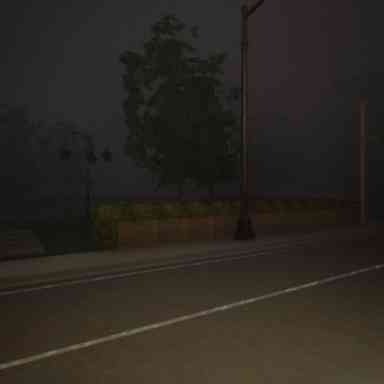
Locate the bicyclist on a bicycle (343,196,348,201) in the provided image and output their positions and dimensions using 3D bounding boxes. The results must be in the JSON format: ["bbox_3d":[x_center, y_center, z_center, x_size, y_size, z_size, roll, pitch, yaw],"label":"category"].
[{"bbox_3d":[20.967,1.312,45.603,1.656,1.620,0.582,0,0,-35],"label":"bicyclist on a bicycle"}]

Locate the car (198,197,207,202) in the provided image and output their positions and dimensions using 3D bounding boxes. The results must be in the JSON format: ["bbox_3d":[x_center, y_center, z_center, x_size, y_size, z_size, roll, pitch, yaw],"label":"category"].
[{"bbox_3d":[2.920,1.499,52.421,2.128,1.511,4.902,0,0,-34],"label":"car"}]
